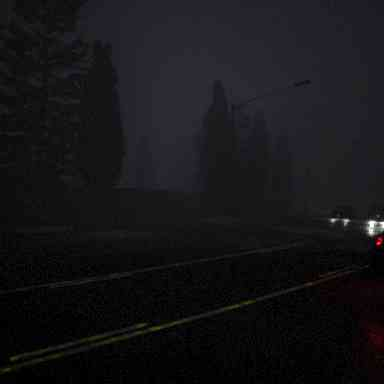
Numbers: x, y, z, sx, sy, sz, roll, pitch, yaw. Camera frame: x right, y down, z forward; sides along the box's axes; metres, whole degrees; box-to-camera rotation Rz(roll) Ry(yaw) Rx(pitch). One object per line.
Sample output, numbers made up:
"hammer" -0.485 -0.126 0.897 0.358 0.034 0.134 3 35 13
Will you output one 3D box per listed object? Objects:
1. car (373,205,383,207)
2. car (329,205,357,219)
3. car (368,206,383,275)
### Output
"car" 18.712 2.055 32.907 2.128 1.511 4.902 1 -2 35
"car" 16.015 2.093 35.054 2.033 1.411 5.357 1 -2 35
"car" 6.971 1.375 9.436 4.553 1.767 2.097 0 0 -40
